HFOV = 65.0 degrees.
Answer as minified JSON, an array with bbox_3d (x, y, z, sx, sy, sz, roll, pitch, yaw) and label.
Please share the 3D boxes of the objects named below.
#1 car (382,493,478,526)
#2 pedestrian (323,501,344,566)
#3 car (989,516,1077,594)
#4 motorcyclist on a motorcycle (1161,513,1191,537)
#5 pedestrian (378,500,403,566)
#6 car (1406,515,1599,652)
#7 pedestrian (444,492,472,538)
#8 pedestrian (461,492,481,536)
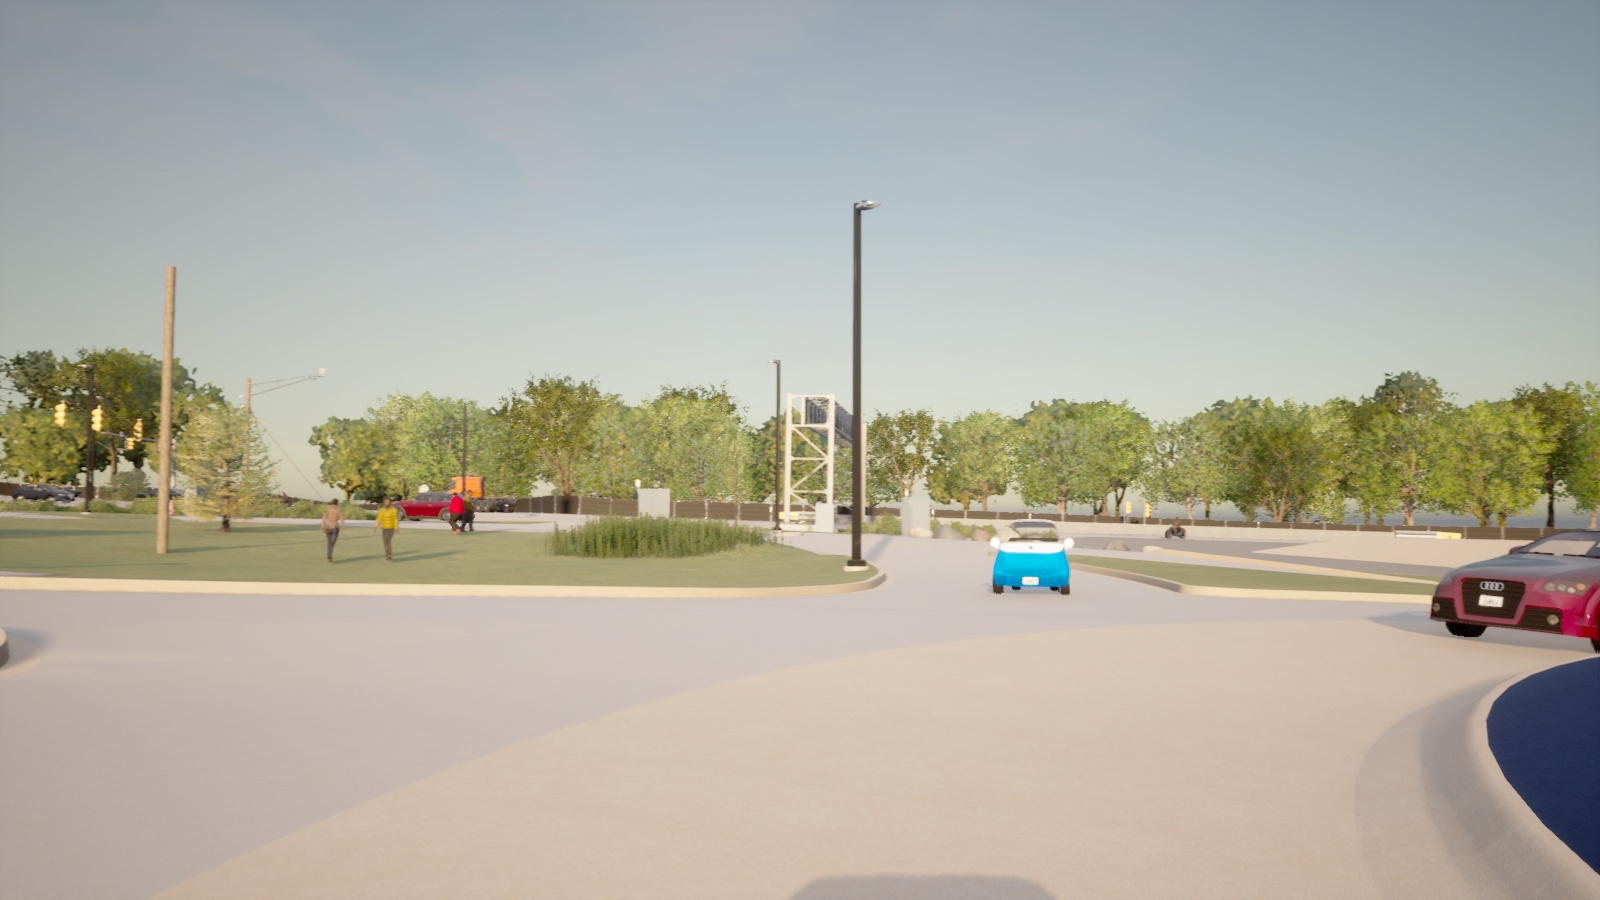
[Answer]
[{"bbox_3d":[-20.361,3.267,69.158,4.553,1.767,2.097,0,-3,12],"label":"car"},{"bbox_3d":[-13.080,2.334,35.228,0.328,1.805,0.869,0,-3,-7],"label":"pedestrian"},{"bbox_3d":[4.363,1.932,23.320,1.481,1.376,2.207,-1,-4,13],"label":"car"},{"bbox_3d":[26.924,5.371,89.899,2.350,1.649,0.766,3,-2,-37],"label":"motorcyclist on a motorcycle"},{"bbox_3d":[-11.690,2.366,35.843,0.431,1.840,0.709,0,-3,5],"label":"pedestrian"},{"bbox_3d":[9.521,1.550,14.858,4.181,1.385,1.994,3,-3,-24],"label":"car"},{"bbox_3d":[-13.753,2.605,50.536,0.899,1.844,0.634,-2,-3,30],"label":"pedestrian"},{"bbox_3d":[-13.880,2.680,52.965,0.709,1.840,0.431,0,-3,-3],"label":"pedestrian"}]
